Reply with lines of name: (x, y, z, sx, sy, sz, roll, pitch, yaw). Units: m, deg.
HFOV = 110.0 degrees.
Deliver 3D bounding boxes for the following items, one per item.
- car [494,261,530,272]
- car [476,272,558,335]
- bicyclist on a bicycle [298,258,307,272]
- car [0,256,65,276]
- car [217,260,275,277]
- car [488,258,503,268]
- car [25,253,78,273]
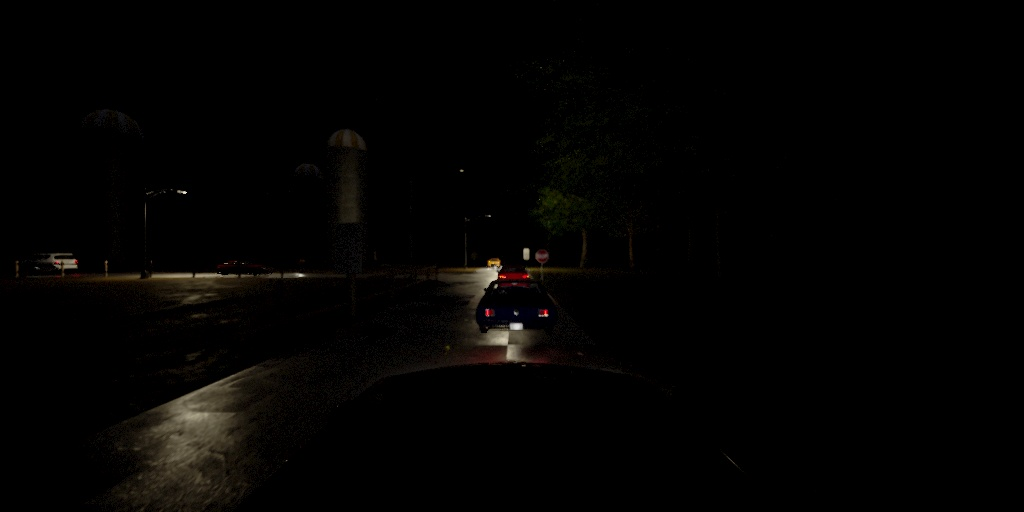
car: (0.049, 1.200, 20.576, 1.812, 1.442, 4.674, 0, 0, -2)
car: (0.104, 1.300, 10.303, 1.895, 1.301, 4.718, 0, 0, 0)
bicyclist on a bicycle: (-22.733, 1.016, 38.933, 0.582, 1.620, 1.656, 0, 0, 0)
car: (-44.839, 1.031, 32.830, 5.008, 1.535, 1.882, 0, 0, 0)
car: (-24.407, 1.113, 32.941, 4.674, 1.442, 1.812, 0, 0, 0)
car: (-2.803, 1.122, 56.868, 1.882, 1.535, 5.008, 0, 0, 1)
car: (-46.794, 0.755, 35.670, 5.566, 2.045, 2.150, 0, 0, 0)
